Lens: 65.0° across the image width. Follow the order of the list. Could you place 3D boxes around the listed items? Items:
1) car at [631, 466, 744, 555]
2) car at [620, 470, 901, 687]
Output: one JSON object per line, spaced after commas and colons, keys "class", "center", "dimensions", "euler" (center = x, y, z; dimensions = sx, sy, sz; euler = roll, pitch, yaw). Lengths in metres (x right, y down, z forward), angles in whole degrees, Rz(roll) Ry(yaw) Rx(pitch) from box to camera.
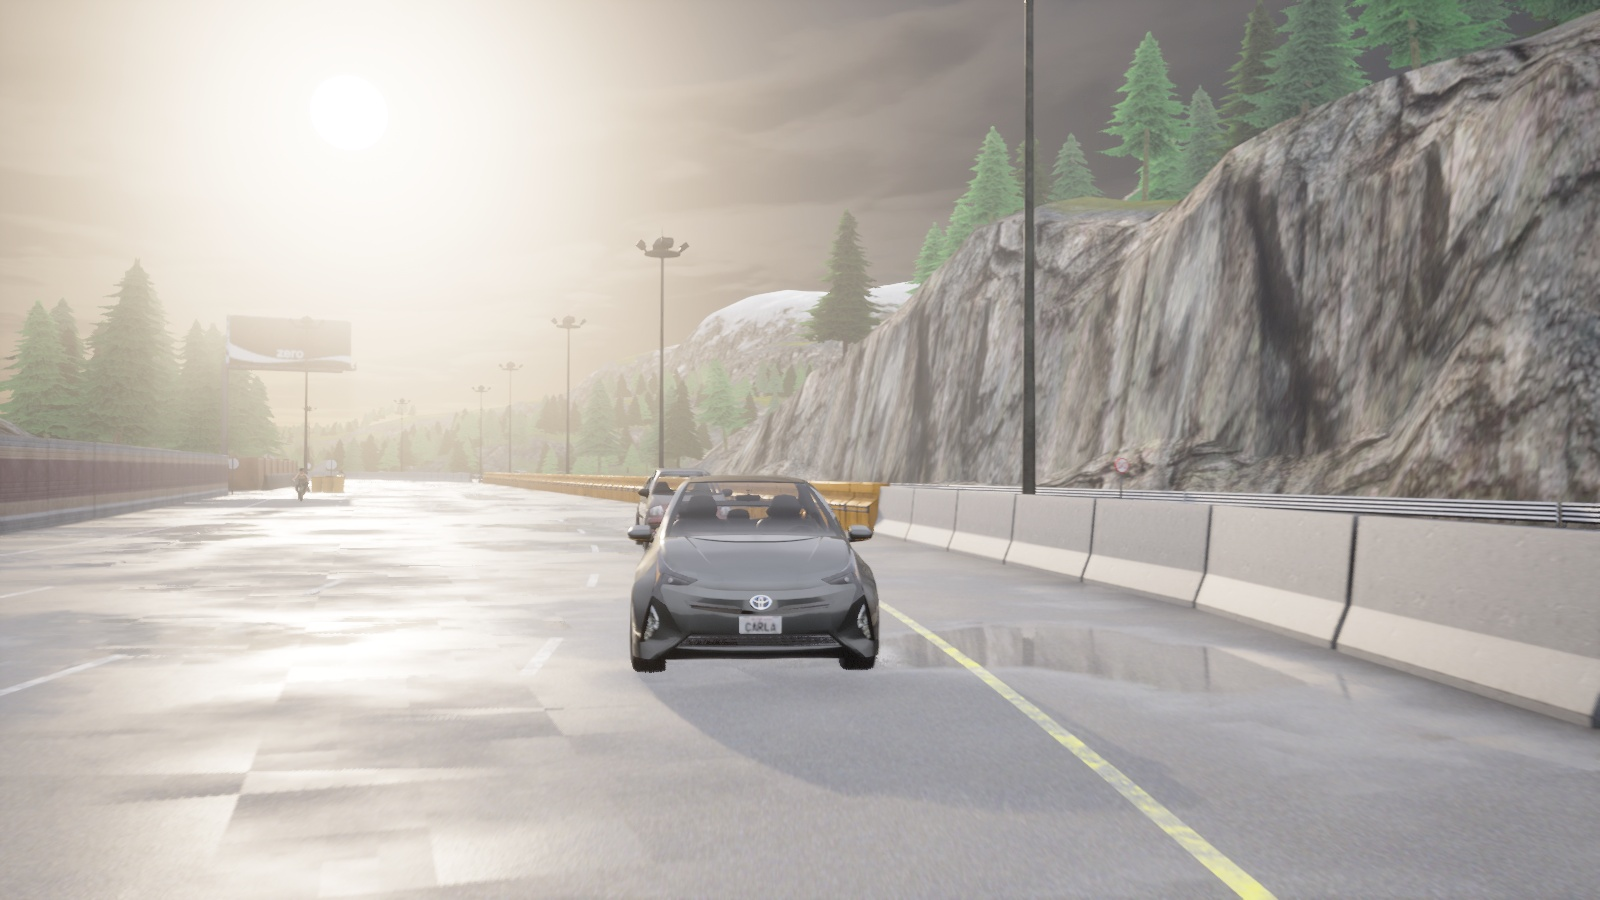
{"class": "car", "center": [-2.323, 1.142, 25.059], "dimensions": [1.851, 1.617, 3.988], "euler": [0, -1, -11]}
{"class": "car", "center": [-0.482, 0.952, 11.233], "dimensions": [2.007, 1.525, 4.514], "euler": [0, -1, -5]}
